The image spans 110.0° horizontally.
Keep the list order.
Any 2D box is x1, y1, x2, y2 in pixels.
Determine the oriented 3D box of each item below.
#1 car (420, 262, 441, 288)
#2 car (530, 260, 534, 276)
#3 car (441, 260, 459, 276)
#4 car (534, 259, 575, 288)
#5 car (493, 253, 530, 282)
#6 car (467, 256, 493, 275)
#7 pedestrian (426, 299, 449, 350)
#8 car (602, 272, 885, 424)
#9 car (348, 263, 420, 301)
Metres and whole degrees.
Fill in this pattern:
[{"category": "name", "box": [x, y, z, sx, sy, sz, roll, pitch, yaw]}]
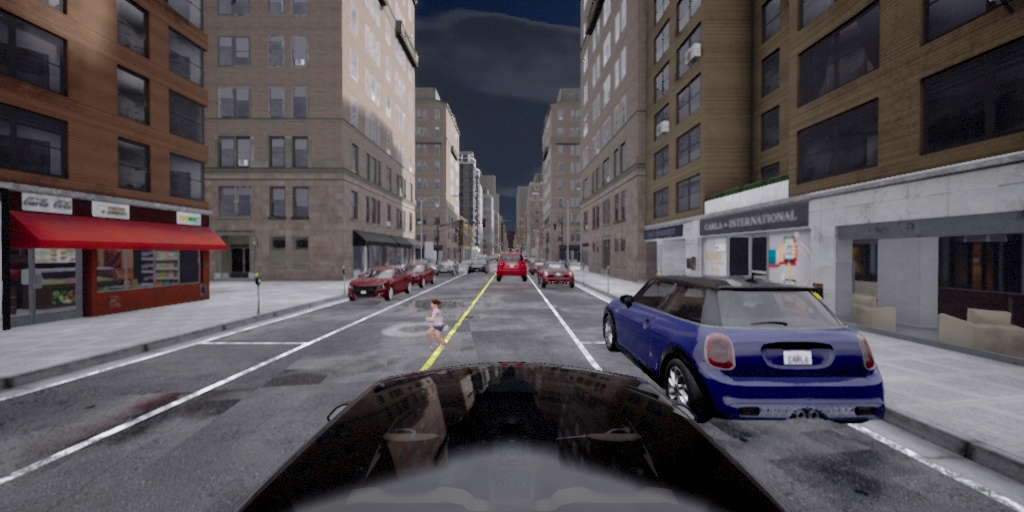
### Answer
[{"category": "car", "box": [-5.914, 1.136, 22.066, 1.888, 1.381, 4.507, 0, 0, 0]}, {"category": "car", "box": [2.580, 1.087, 33.288, 1.802, 1.307, 4.207, 0, 0, 0]}, {"category": "car", "box": [-5.946, 1.056, 33.258, 2.007, 1.370, 4.403, 0, 0, 0]}, {"category": "car", "box": [2.612, 1.031, 22.099, 1.967, 1.591, 4.097, 0, 0, 0]}, {"category": "car", "box": [-0.013, 0.775, 26.946, 2.150, 2.045, 5.566, 0, 0, 0]}, {"category": "car", "box": [-3.162, 1.003, 34.484, 1.837, 1.490, 4.892, 0, 0, 0]}, {"category": "pedestrian", "box": [-1.526, 1.379, 7.473, 0.500, 1.100, 0.500, 0, 1, -15]}, {"category": "car", "box": [2.990, 1.069, 5.886, 2.097, 1.767, 4.553, 0, 0, 0]}, {"category": "car", "box": [-5.898, 1.179, 16.471, 1.888, 1.381, 4.507, 0, 0, 0]}]
